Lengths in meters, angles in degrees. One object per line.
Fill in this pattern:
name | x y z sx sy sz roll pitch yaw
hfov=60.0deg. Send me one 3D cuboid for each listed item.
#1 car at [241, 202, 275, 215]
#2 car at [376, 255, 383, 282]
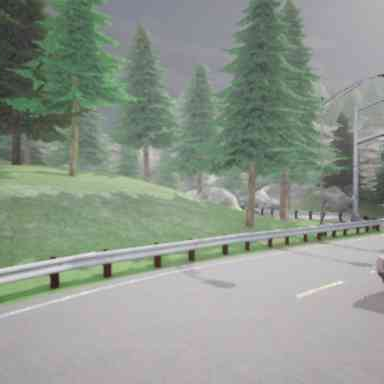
car | 7.168 1.759 36.319 1.994 1.385 4.181 0 1 -34
car | 6.457 1.656 8.151 4.718 1.301 1.895 0 0 -39
